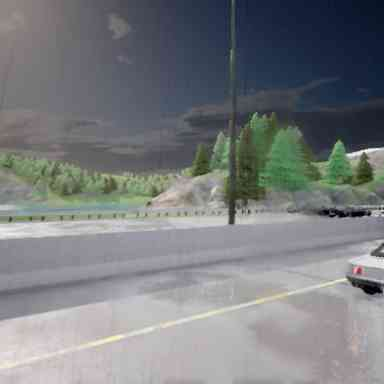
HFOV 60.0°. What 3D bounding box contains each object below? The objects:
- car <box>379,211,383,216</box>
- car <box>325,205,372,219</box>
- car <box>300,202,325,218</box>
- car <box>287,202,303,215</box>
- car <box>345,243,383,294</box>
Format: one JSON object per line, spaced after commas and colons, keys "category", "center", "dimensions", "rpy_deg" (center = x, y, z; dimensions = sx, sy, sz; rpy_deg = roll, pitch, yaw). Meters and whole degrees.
{"category": "car", "center": [19.022, 1.949, 30.435], "dimensions": [4.674, 1.442, 1.812], "rpy_deg": [1, -1, -35]}
{"category": "car", "center": [15.262, 1.998, 32.072], "dimensions": [4.718, 1.301, 1.895], "rpy_deg": [1, -1, -35]}
{"category": "car", "center": [14.098, 2.011, 35.538], "dimensions": [4.718, 1.301, 1.895], "rpy_deg": [1, -1, -35]}
{"category": "car", "center": [13.218, 1.935, 39.192], "dimensions": [4.892, 1.490, 1.837], "rpy_deg": [1, -1, -35]}
{"category": "car", "center": [5.712, 1.717, 7.823], "dimensions": [4.718, 1.301, 1.895], "rpy_deg": [1, -1, -36]}
